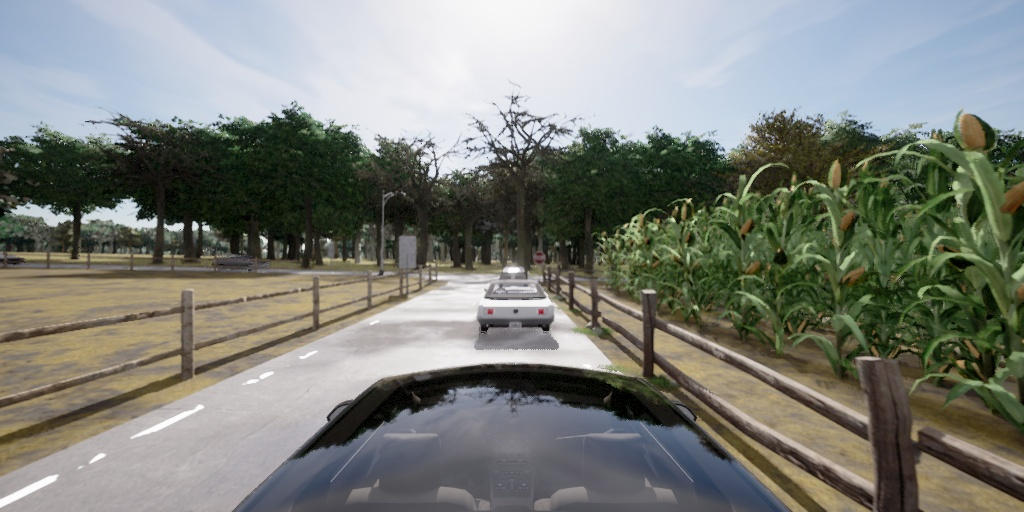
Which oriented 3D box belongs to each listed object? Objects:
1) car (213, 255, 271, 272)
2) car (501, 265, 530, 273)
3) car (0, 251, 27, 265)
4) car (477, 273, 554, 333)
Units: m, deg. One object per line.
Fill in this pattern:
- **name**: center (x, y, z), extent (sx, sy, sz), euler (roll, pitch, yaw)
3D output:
- **car**: center (-25.837, 0.708, 34.465), extent (4.902, 1.511, 2.128), euler (1, 0, 0)
- **car**: center (0.184, 1.330, 24.004), extent (2.033, 1.411, 5.357), euler (0, 0, 2)
- **car**: center (-50.434, 0.180, 34.564), extent (5.357, 1.411, 2.033), euler (1, 0, 0)
- **car**: center (0.082, 1.364, 10.798), extent (1.895, 1.301, 4.718), euler (0, 0, 0)
